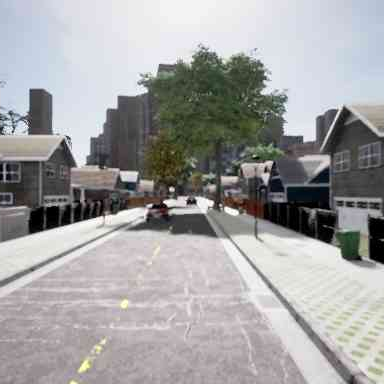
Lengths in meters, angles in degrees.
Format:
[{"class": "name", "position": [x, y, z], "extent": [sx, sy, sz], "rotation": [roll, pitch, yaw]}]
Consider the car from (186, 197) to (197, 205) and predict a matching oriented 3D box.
[{"class": "car", "position": [-0.049, 1.701, 65.172], "extent": [2.097, 1.767, 4.553], "rotation": [0, 0, 0]}]

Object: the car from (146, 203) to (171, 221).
[{"class": "car", "position": [-2.778, 1.680, 28.626], "extent": [1.812, 1.442, 4.674], "rotation": [0, 0, 0]}]
